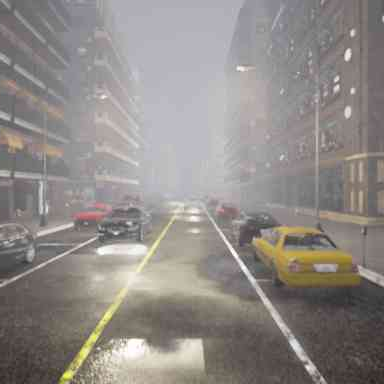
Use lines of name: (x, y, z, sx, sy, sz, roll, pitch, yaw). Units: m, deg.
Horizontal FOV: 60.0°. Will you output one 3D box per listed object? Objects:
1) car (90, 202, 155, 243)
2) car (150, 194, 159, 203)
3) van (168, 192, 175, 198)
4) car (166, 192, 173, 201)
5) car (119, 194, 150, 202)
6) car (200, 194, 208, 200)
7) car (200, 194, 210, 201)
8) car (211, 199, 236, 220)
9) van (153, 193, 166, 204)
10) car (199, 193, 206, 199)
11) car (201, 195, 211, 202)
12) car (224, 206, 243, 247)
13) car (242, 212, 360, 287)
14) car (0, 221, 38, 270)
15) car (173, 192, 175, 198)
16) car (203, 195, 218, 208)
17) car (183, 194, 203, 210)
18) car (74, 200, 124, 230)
car: (-3.018, 1.425, 15.719, 1.837, 1.490, 4.892, 0, 0, 1)
car: (-5.673, 1.303, 42.480, 1.752, 1.417, 4.829, 0, 0, 0)
van: (-5.656, 0.855, 93.375, 1.690, 1.788, 3.998, 0, 0, 0)
car: (-5.664, 1.181, 70.831, 2.008, 1.369, 4.403, 0, 0, 0)
car: (-5.676, 1.150, 31.377, 2.192, 1.841, 5.009, 0, 0, 0)
car: (2.718, 1.183, 76.460, 1.802, 1.307, 4.206, 0, 0, 0)
car: (2.716, 1.175, 70.824, 1.887, 1.381, 4.507, 0, 0, 0)
car: (2.701, 1.447, 25.735, 1.802, 1.307, 4.206, 0, 0, 0)
van: (-5.669, 1.059, 53.921, 1.690, 1.788, 3.998, 0, 0, 0)
car: (2.720, 1.088, 87.734, 1.887, 1.381, 4.507, 0, 0, 0)
car: (2.714, 1.226, 65.188, 1.947, 1.339, 4.313, 0, 0, 0)
car: (2.697, 1.490, 14.462, 1.947, 1.339, 4.313, 0, 0, 0)
car: (2.696, 1.478, 8.996, 1.752, 1.417, 4.829, 0, 0, 0)
car: (-5.685, 1.504, 8.833, 2.008, 1.369, 4.403, 0, 0, 0)
car: (-5.662, 1.152, 76.467, 2.008, 1.369, 4.403, 0, 0, 0)
car: (2.707, 1.359, 42.643, 1.802, 1.307, 4.206, 0, 0, 0)
car: (0.109, 1.324, 38.542, 1.812, 1.442, 4.674, 0, 0, 1)
car: (-5.681, 1.439, 20.105, 1.887, 1.381, 4.507, 0, 0, 0)
